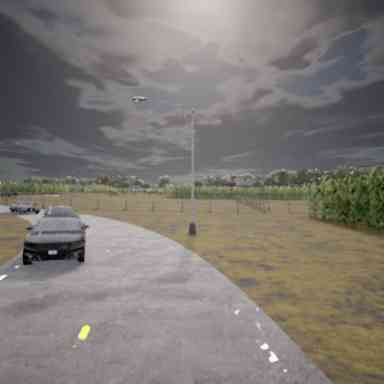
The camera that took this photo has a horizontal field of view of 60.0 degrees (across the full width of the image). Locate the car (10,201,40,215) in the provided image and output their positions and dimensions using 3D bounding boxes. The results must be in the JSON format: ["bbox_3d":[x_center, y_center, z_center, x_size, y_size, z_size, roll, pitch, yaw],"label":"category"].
[{"bbox_3d":[-17.588,1.624,35.043,1.994,1.385,4.181,1,0,-43],"label":"car"}]

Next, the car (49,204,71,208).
[{"bbox_3d":[-9.344,1.673,23.622,1.837,1.490,4.892,0,0,-29],"label":"car"}]

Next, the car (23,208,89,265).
[{"bbox_3d":[-4.939,1.592,12.470,1.882,1.535,5.008,0,-1,-17],"label":"car"}]
